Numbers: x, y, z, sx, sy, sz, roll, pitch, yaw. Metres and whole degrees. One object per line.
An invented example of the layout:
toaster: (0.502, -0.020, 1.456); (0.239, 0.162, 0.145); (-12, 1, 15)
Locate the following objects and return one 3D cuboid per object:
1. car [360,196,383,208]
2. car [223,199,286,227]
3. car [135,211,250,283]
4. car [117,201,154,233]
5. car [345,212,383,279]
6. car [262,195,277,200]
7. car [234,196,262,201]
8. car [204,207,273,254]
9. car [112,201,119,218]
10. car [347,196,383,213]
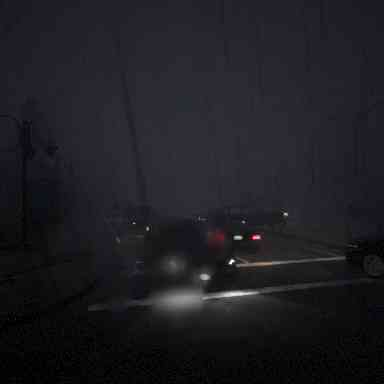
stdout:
car: (23.932, 1.274, 43.159); (1.845, 1.501, 3.633); (0, 0, -17)
car: (2.853, 1.467, 19.894); (5.357, 1.411, 2.033); (-3, 1, -15)
car: (-0.371, 1.543, 10.104); (2.033, 1.411, 5.357); (0, 0, -15)
car: (-3.095, 1.529, 19.941); (2.033, 1.411, 5.357); (0, 0, -17)
car: (6.527, 1.475, 8.231); (5.008, 1.535, 1.882); (0, 0, 39)
car: (10.378, 1.278, 47.098); (2.152, 1.636, 5.027); (0, 0, -17)
car: (7.389, 1.288, 46.145); (2.007, 1.523, 4.514); (0, 0, -17)
car: (1.352, 1.538, 13.388); (2.033, 1.411, 5.357); (0, 0, -4)
car: (-6.246, 1.515, 30.096); (2.033, 1.411, 5.357); (0, 0, -17)
car: (15.610, 1.356, 29.180); (1.970, 1.475, 3.806); (0, 0, -17)
